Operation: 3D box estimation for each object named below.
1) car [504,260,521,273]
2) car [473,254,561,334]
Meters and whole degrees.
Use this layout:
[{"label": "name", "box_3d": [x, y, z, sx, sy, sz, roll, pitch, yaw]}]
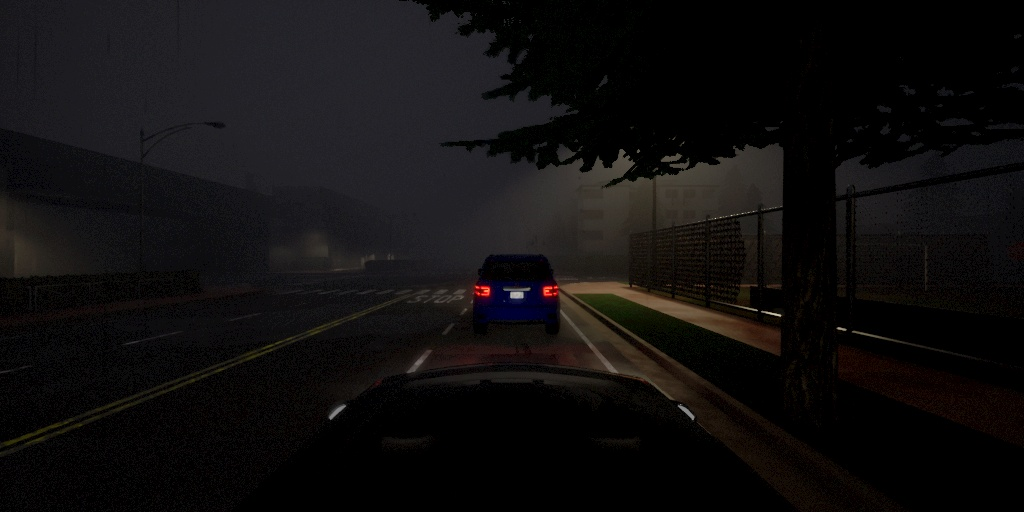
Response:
[{"label": "car", "box_3d": [0.025, 1.241, 45.614, 2.128, 1.511, 4.902, 0, 0, 0]}, {"label": "car", "box_3d": [0.115, 0.971, 10.738, 2.150, 2.045, 5.566, 0, 0, 0]}]
